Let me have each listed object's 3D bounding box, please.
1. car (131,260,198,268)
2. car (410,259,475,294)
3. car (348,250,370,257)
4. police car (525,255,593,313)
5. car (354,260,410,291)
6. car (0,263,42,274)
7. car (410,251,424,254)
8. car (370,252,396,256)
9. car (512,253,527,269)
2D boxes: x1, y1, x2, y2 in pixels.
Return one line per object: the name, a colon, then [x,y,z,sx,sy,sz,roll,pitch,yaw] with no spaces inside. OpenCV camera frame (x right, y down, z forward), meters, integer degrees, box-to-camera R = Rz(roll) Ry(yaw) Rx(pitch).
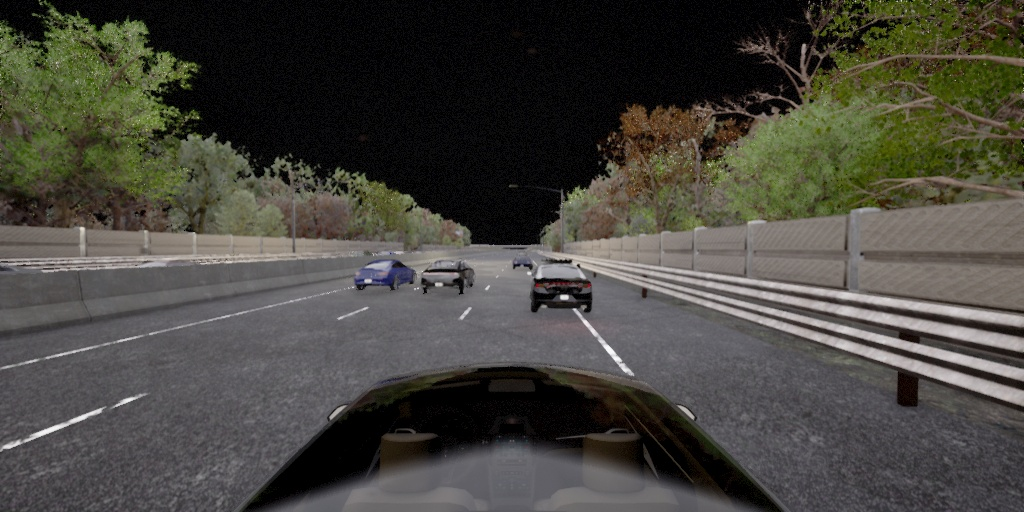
car: [-17.113,0.916,17.547,1.812,1.442,4.674,0,1,1]
car: [-2.932,0.899,17.150,2.128,1.511,4.902,0,1,2]
car: [-23.061,-0.060,54.530,2.097,1.767,4.553,0,1,2]
police car: [1.576,0.929,12.889,1.930,1.638,5.238,0,1,2]
car: [-6.395,0.904,18.397,1.812,1.442,4.674,0,1,2]
car: [-20.751,0.977,13.097,2.128,1.511,4.902,0,1,2]
car: [-15.889,-0.049,60.272,1.882,1.535,5.008,0,1,2]
car: [-19.537,0.053,55.222,1.882,1.535,5.008,0,1,2]
car: [1.043,0.596,36.214,1.895,1.301,4.718,0,1,2]
